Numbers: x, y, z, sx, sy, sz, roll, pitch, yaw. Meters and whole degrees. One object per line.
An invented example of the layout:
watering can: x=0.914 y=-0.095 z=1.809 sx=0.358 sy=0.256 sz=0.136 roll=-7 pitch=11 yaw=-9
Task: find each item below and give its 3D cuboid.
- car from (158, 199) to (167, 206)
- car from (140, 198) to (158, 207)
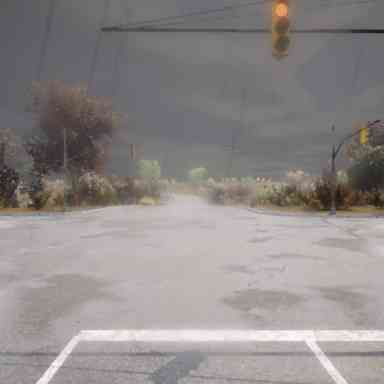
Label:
car: x=-6.999 y=2.424 z=76.709 sx=2.097 sy=1.767 sz=4.553 roll=0 pitch=-2 yaw=0
car: x=-7.000 y=1.633 z=52.500 sx=1.882 sy=1.535 sz=5.008 roll=0 pitch=-2 yaw=0
